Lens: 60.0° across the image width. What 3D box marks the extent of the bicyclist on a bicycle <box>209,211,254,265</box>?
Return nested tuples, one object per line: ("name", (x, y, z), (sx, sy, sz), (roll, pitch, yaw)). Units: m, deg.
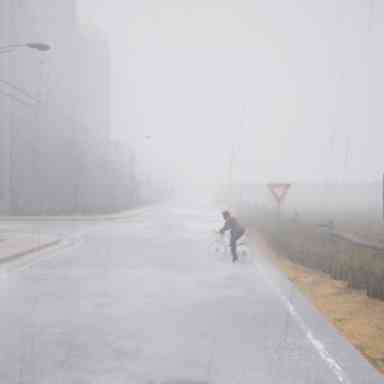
("bicyclist on a bicycle", (1.218, 1.437, 10.502), (1.656, 1.620, 0.582), (0, 0, 36))
